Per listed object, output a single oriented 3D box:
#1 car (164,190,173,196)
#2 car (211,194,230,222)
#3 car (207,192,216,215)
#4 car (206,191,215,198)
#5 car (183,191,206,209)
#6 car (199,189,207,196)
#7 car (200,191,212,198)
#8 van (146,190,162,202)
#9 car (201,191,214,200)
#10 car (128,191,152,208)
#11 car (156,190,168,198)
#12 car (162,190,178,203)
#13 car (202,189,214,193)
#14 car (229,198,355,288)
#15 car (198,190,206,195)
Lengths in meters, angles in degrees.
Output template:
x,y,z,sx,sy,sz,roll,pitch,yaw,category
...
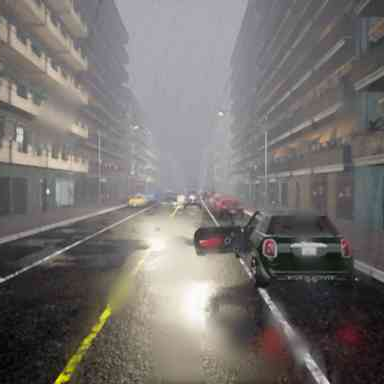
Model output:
x,y,z,sx,sy,sz,roll,pitch,yaw,category
-5.696,0.200,80.769,1.752,1.417,4.829,0,1,0,car
2.688,1.115,24.305,1.887,1.381,4.507,0,1,0,car
2.687,1.017,29.970,1.887,1.381,4.507,0,1,0,car
2.686,0.899,35.797,1.752,1.417,4.829,0,1,0,car
0.066,0.938,34.776,2.033,1.411,5.357,0,1,0,car
2.684,0.113,80.914,1.967,1.590,4.097,0,1,0,car
2.686,0.478,63.931,2.008,1.369,4.403,0,1,0,car
-5.695,0.532,46.969,1.690,1.788,3.998,0,1,0,van
2.686,0.565,58.271,2.008,1.369,4.403,0,1,0,car
-5.693,0.904,35.479,1.752,1.417,4.829,0,1,0,car
-5.695,0.367,63.953,1.967,1.590,4.097,0,1,0,car
-3.002,0.727,47.619,2.033,1.411,5.357,0,1,0,car
2.685,0.418,52.605,2.192,1.841,5.009,0,1,0,car
2.388,1.191,8.914,2.097,1.767,4.553,0,1,0,car
2.684,0.158,86.574,1.947,1.339,4.313,0,1,0,car
